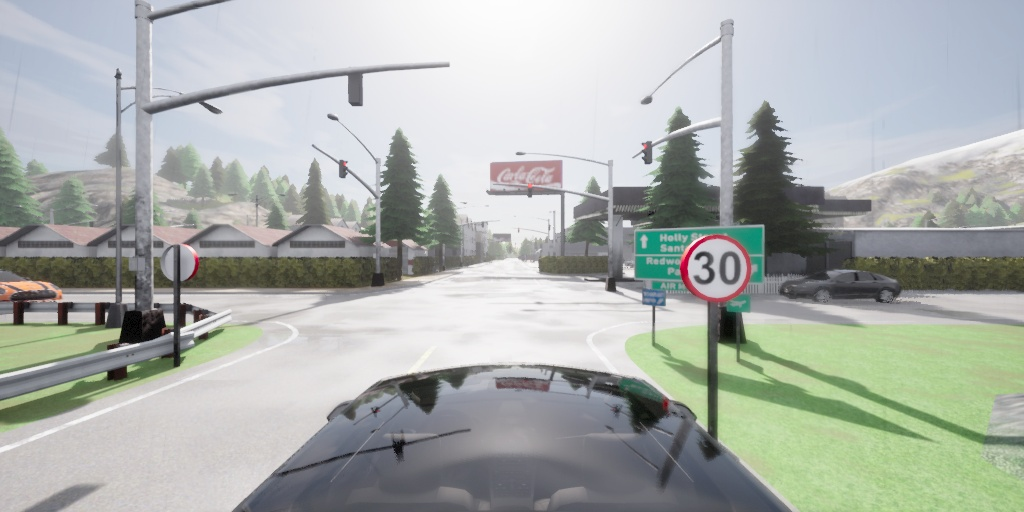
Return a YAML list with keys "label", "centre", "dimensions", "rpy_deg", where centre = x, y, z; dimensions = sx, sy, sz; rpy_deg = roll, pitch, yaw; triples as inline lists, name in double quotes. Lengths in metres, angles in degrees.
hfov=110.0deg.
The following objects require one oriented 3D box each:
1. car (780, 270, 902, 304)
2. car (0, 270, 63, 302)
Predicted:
- label: "car"
  centre: [15.681, 1.446, 17.256]
  dimensions: [4.892, 1.490, 1.837]
  rpy_deg: [0, 0, 1]
- label: "car"
  centre: [-20.820, 1.294, 14.064]
  dimensions: [4.553, 1.767, 2.097]
  rpy_deg: [0, 0, 1]
